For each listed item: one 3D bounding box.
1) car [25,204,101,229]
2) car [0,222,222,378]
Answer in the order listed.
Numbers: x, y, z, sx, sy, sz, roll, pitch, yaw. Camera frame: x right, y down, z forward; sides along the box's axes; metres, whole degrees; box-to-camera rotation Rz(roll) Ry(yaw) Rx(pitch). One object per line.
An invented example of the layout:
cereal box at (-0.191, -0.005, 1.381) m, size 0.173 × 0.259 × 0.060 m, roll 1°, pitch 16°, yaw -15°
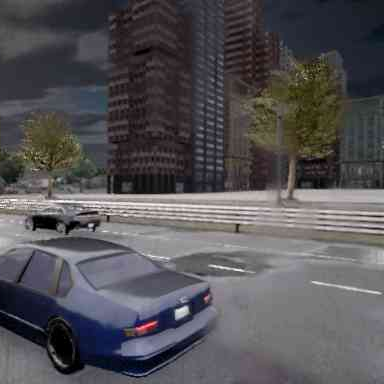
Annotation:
car at (-6.850, 1.369, 17.472) m, size 4.902 × 1.511 × 2.128 m, roll 0°, pitch 0°, yaw 35°
car at (-2.163, 1.498, 5.533) m, size 5.357 × 1.411 × 2.033 m, roll 1°, pitch 0°, yaw 35°
